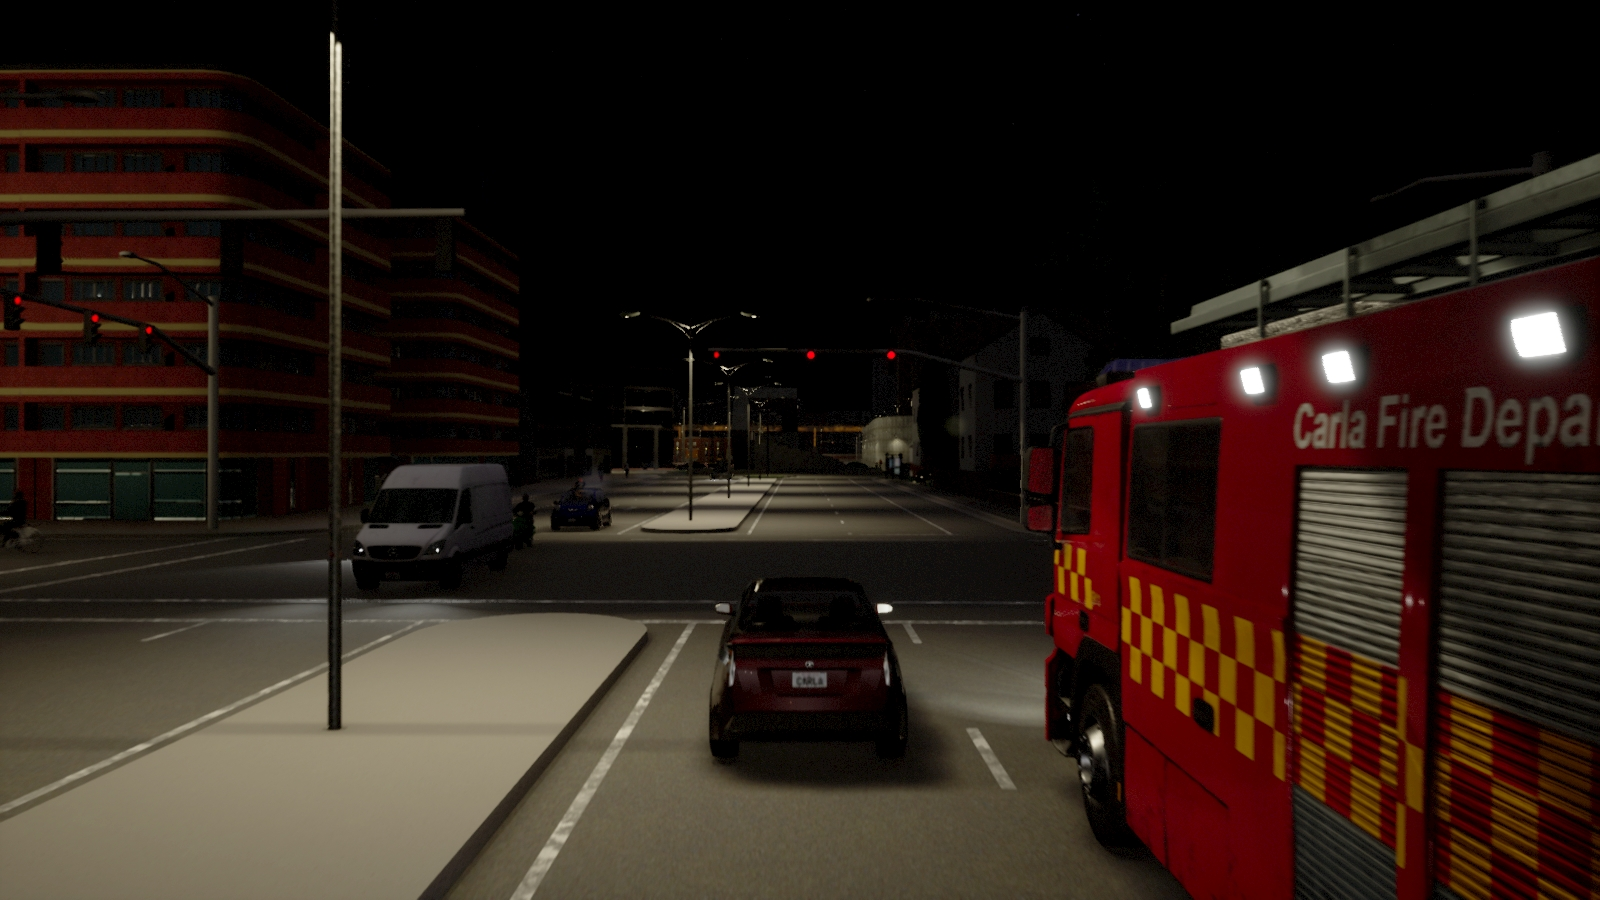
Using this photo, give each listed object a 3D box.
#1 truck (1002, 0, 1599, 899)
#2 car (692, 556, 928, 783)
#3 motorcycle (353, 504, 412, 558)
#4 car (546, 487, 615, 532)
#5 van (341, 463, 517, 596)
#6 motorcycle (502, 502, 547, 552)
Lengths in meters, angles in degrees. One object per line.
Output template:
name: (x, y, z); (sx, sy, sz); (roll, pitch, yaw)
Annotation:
truck: (3.238, 0.913, 5.936); (2.891, 3.827, 8.468); (0, 0, 0)
car: (0.056, 2.075, 11.972); (2.007, 1.525, 4.514); (0, 0, -1)
motorcycle: (-11.527, 2.218, 31.631); (0.764, 1.332, 2.356); (0, 0, 0)
car: (-8.026, 2.145, 42.006); (1.845, 1.501, 3.633); (0, 0, 0)
van: (-8.024, 1.597, 25.382); (1.988, 2.561, 5.915); (0, 0, 0)
motorcycle: (-8.010, 2.213, 33.283); (0.856, 1.341, 1.805); (0, 0, 0)
